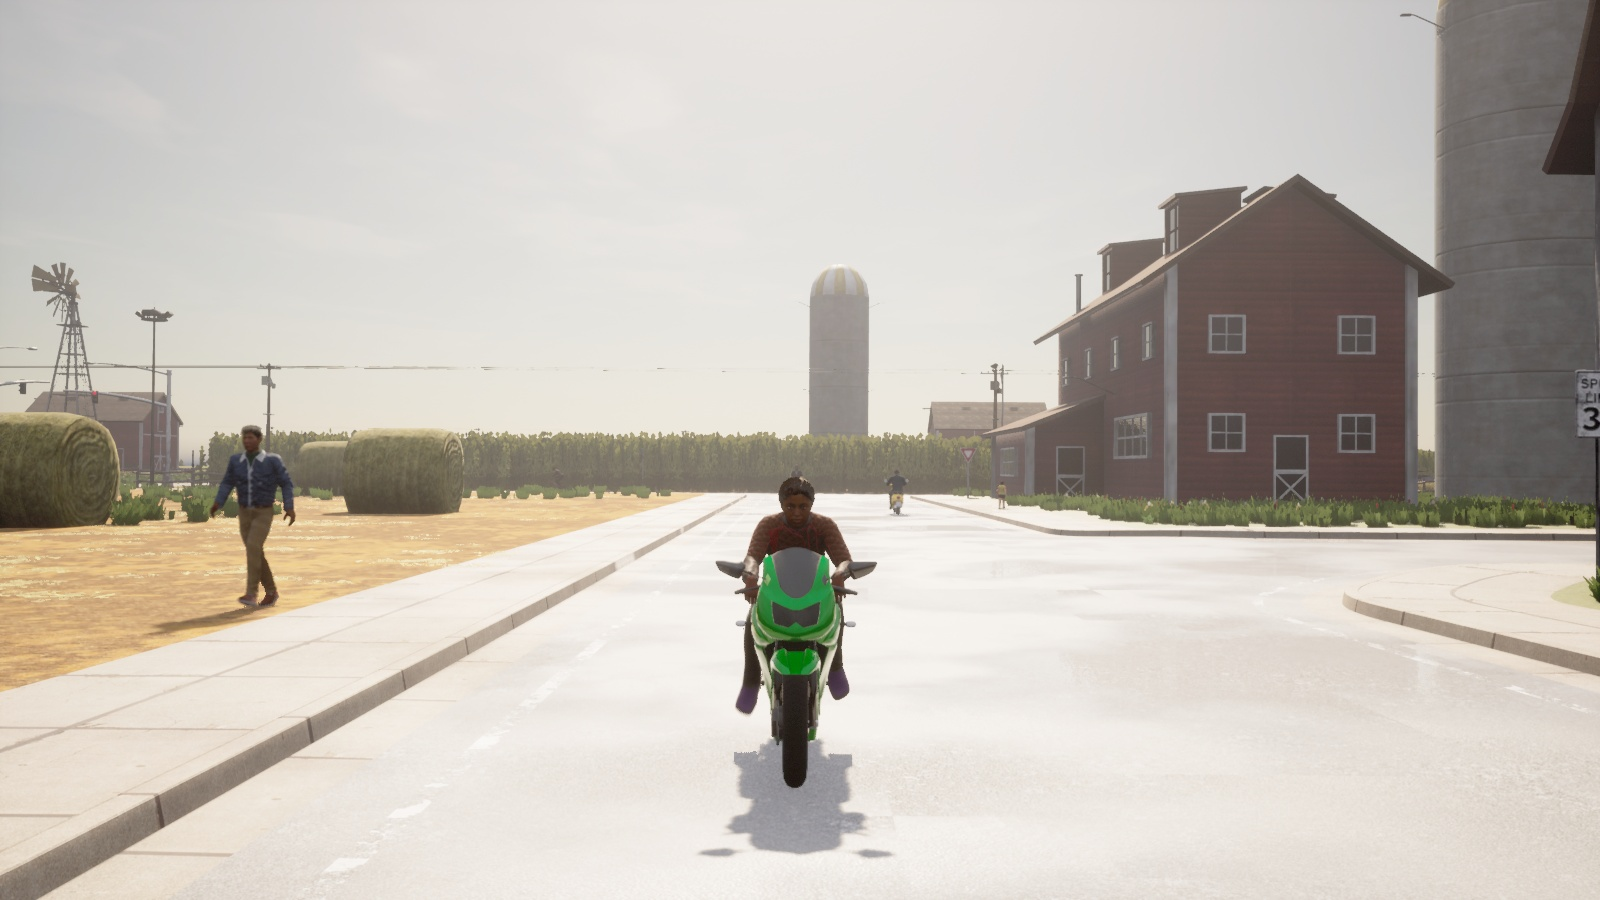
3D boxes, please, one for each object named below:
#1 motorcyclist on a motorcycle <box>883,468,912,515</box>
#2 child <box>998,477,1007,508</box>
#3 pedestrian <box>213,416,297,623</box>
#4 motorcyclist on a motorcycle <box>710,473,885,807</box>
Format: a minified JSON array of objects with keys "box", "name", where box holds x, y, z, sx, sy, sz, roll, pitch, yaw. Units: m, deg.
[{"box":[3.388,1.433,43.964,0.866,1.590,1.817,0,-1,0],"name":"motorcyclist on a motorcycle"},{"box":[7.401,1.548,45.894,0.255,1.110,0.394,0,-1,18],"name":"child"},{"box":[-5.311,0.663,12.263,0.423,1.949,0.788,0,-1,5],"name":"pedestrian"},{"box":[-0.015,0.904,6.769,0.797,1.523,2.044,0,-2,0],"name":"motorcyclist on a motorcycle"}]
